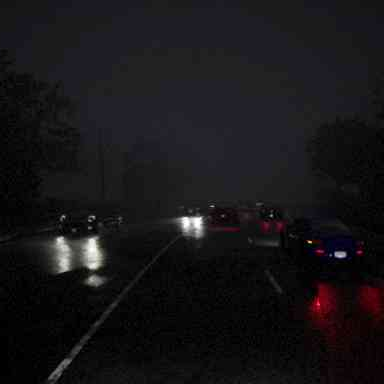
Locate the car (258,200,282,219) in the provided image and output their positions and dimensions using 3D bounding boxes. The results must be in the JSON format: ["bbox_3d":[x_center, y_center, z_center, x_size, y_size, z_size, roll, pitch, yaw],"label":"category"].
[{"bbox_3d":[6.982,1.643,29.375,1.895,1.301,4.718,0,0,12],"label":"car"}]

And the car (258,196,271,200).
[{"bbox_3d":[15.377,1.584,71.583,1.895,1.301,4.718,0,0,29],"label":"car"}]

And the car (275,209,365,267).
[{"bbox_3d":[4.248,1.545,11.371,1.812,1.442,4.674,0,0,5],"label":"car"}]

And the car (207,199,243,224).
[{"bbox_3d":[2.558,1.503,24.944,1.882,1.535,5.008,0,-1,11],"label":"car"}]

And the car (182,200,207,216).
[{"bbox_3d":[0.436,1.513,32.906,2.128,1.511,4.902,0,0,14],"label":"car"}]

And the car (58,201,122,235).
[{"bbox_3d":[-5.654,1.349,18.978,2.097,1.767,4.553,0,0,8],"label":"car"}]

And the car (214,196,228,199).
[{"bbox_3d":[5.131,1.522,58.545,1.882,1.535,5.008,0,0,23],"label":"car"}]

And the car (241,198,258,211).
[{"bbox_3d":[6.641,1.540,41.675,2.128,1.511,4.902,0,0,17],"label":"car"}]
